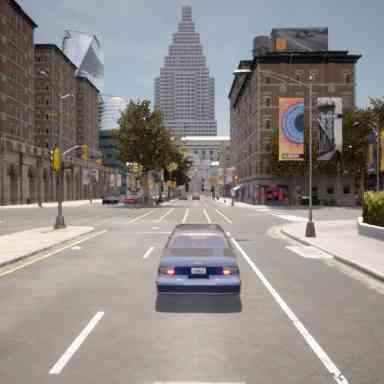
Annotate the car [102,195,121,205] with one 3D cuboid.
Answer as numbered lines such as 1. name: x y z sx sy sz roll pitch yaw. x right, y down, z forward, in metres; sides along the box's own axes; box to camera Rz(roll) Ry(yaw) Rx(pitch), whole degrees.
1. car: -14.367 1.599 58.578 1.895 1.301 4.718 0 0 1

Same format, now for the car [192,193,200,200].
1. car: 1.095 1.348 89.921 2.097 1.767 4.553 0 0 1

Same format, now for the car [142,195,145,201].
1. car: -10.658 1.499 69.556 1.837 1.490 4.892 0 0 1

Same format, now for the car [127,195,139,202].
1. car: -14.044 1.476 78.783 1.882 1.535 5.008 0 0 1

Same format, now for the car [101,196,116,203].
1. car: -17.406 1.593 69.730 1.895 1.301 4.718 0 0 1

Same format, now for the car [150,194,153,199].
1. car: -10.534 1.353 79.545 2.097 1.767 4.553 0 0 1

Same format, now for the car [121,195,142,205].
1. car: -10.848 1.476 59.760 1.882 1.535 5.008 0 0 1

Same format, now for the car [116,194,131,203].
1. car: -14.169 1.354 68.684 2.097 1.767 4.553 0 0 1

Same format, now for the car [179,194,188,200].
1. car: -2.410 1.538 89.562 2.033 1.411 5.357 0 0 1

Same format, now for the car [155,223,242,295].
1. car: 0.169 1.547 8.841 2.033 1.411 5.357 0 0 1
